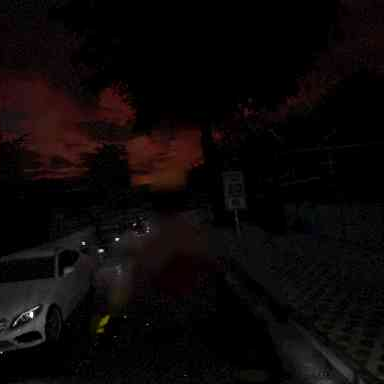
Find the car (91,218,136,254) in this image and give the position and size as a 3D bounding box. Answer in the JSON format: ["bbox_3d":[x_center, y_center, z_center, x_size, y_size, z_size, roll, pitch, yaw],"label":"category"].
[{"bbox_3d":[-4.139,2.278,16.530,1.895,1.301,4.718,-6,-1,-5],"label":"car"}]

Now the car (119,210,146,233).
[{"bbox_3d":[-5.019,2.465,26.467,1.812,1.442,4.674,-6,-1,-4],"label":"car"}]

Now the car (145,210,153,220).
[{"bbox_3d":[-6.147,2.946,42.279,1.895,1.301,4.718,-6,-1,-1],"label":"car"}]

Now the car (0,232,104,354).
[{"bbox_3d":[-3.321,1.960,7.022,1.812,1.442,4.674,-6,-1,-4],"label":"car"}]
